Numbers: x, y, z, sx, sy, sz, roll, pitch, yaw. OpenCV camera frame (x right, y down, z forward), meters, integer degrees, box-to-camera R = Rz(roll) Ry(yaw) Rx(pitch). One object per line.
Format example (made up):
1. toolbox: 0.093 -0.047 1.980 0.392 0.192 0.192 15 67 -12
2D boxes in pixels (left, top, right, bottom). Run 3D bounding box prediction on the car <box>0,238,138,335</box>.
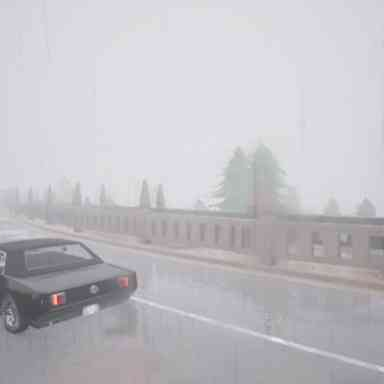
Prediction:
1. car: -3.333 1.622 6.828 4.718 1.301 1.895 0 0 40
